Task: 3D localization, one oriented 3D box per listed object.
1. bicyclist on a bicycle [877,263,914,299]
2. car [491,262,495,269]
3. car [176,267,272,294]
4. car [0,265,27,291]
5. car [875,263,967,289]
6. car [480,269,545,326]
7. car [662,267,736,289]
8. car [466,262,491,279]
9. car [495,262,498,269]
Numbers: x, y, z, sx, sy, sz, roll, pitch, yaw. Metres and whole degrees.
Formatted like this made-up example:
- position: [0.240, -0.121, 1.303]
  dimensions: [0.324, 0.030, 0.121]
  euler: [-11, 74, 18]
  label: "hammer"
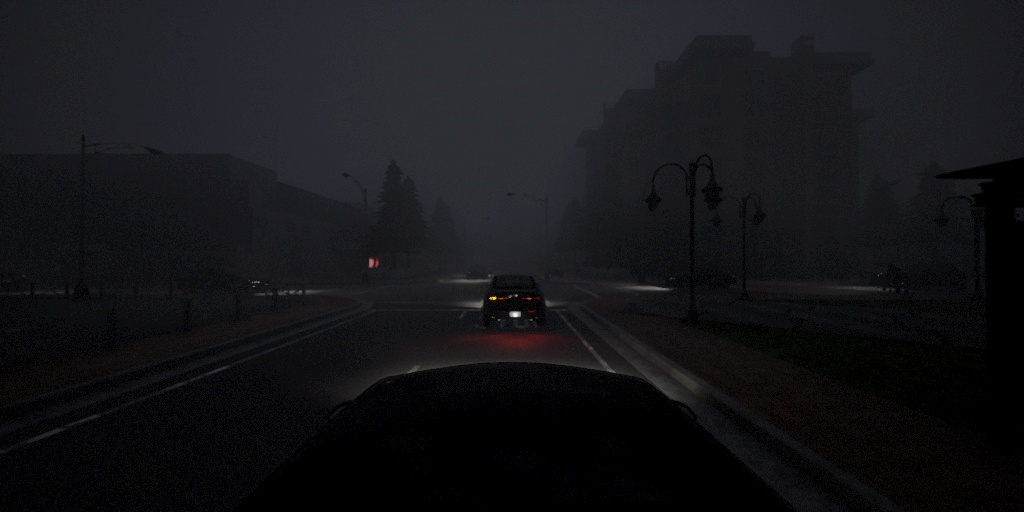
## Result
- position: [18.272, 1.181, 17.119]
  dimensions: [0.582, 1.620, 1.656]
  euler: [0, -1, 1]
  label: "bicyclist on a bicycle"
- position: [-3.634, 1.666, 48.159]
  dimensions: [1.882, 1.535, 5.008]
  euler: [0, 0, 0]
  label: "car"
- position: [-16.931, 1.423, 21.220]
  dimensions: [4.892, 1.490, 1.837]
  euler: [0, -1, 0]
  label: "car"
- position: [-32.715, 1.140, 21.363]
  dimensions: [5.566, 2.045, 2.150]
  euler: [0, -1, 1]
  label: "car"
- position: [27.829, 1.303, 24.510]
  dimensions: [4.553, 1.767, 2.097]
  euler: [0, -1, 1]
  label: "car"
- position: [0.003, 1.355, 12.228]
  dimensions: [1.837, 1.490, 4.892]
  euler: [0, 0, -2]
  label: "car"
- position: [12.798, 1.477, 24.643]
  dimensions: [4.674, 1.442, 1.812]
  euler: [0, -1, 1]
  label: "car"
- position: [-3.635, 1.568, 37.817]
  dimensions: [1.882, 1.535, 5.008]
  euler: [0, -1, 1]
  label: "car"
- position: [-3.558, 1.727, 63.298]
  dimensions: [1.882, 1.535, 5.008]
  euler: [0, -1, 0]
  label: "car"
